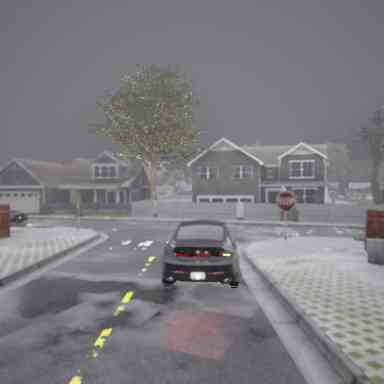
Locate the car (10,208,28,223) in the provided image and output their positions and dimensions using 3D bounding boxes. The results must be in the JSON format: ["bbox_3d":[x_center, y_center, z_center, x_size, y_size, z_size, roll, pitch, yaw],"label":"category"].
[{"bbox_3d":[-13.921,1.591,23.599,4.181,1.385,1.994,0,0,13],"label":"car"}]

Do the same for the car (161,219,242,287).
[{"bbox_3d":[0.353,1.544,9.485,1.837,1.490,4.892,0,0,5],"label":"car"}]
